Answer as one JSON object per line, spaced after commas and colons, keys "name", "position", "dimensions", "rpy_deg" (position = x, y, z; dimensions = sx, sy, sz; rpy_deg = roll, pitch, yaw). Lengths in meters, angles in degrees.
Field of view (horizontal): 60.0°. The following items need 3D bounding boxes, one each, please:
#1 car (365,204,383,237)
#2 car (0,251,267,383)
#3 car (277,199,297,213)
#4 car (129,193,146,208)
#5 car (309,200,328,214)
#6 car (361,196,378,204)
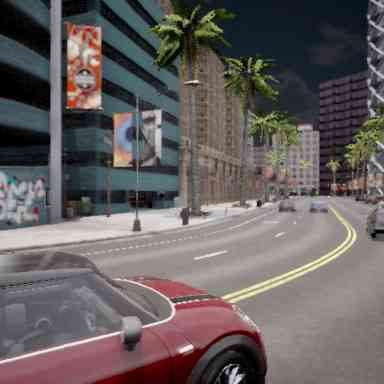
{"name": "car", "position": [10.475, 1.595, 17.844], "dimensions": [2.033, 1.411, 5.357], "rpy_deg": [0, 0, 25]}
{"name": "car", "position": [-1.402, 1.364, 3.066], "dimensions": [4.553, 1.767, 2.097], "rpy_deg": [0, 0, -37]}
{"name": "car", "position": [11.401, 1.622, 39.742], "dimensions": [1.837, 1.490, 4.892], "rpy_deg": [0, 0, 21]}
{"name": "car", "position": [-8.520, 1.187, 47.061], "dimensions": [2.435, 2.045, 5.566], "rpy_deg": [0, 0, 21]}
{"name": "car", "position": [14.409, 1.633, 37.801], "dimensions": [1.812, 1.442, 4.674], "rpy_deg": [0, 0, 21]}
{"name": "car", "position": [37.200, 1.540, 69.178], "dimensions": [2.185, 1.767, 4.553], "rpy_deg": [0, 0, 21]}
